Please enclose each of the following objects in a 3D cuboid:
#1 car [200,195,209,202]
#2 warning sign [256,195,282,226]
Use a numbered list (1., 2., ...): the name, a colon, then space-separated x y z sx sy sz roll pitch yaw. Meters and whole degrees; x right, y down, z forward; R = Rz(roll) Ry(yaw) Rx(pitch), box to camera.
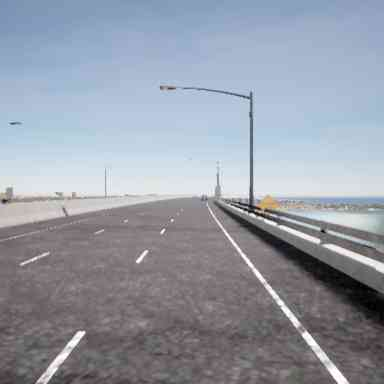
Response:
1. car: 3.089 1.498 79.793 2.097 1.767 4.553 0 0 3
2. warning sign: 4.659 1.101 20.290 1.300 1.860 1.060 -1 -1 1
